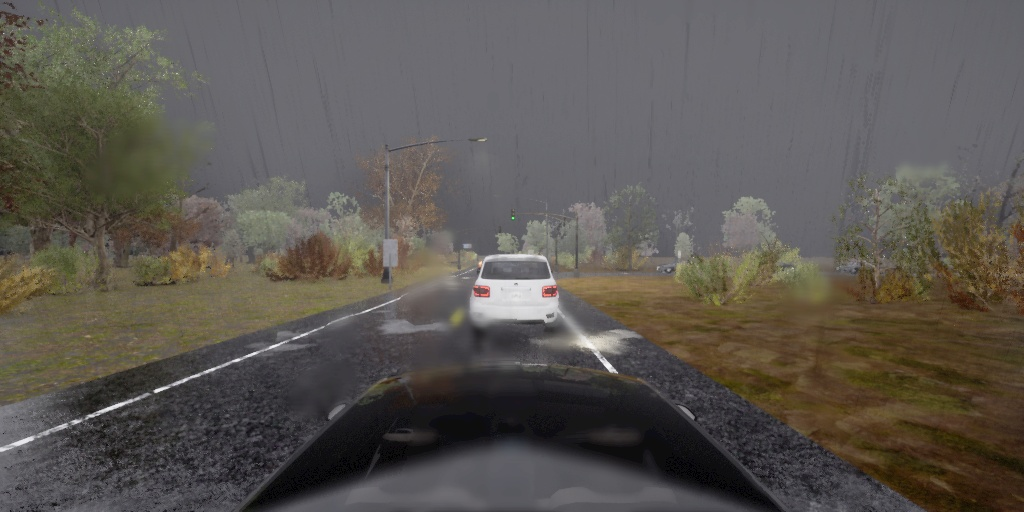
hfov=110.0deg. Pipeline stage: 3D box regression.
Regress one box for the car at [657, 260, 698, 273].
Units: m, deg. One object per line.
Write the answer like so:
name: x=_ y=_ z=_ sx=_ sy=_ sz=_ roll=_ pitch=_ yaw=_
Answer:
car: x=19.360 y=1.255 z=41.599 sx=4.902 sy=1.511 sz=2.128 roll=0 pitch=0 yaw=1

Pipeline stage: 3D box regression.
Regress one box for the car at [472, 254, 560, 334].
car: x=0.086 y=0.971 z=10.730 sx=2.150 sy=2.045 sz=5.566 roll=0 pitch=0 yaw=0

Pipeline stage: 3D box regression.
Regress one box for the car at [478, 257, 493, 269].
car: x=-4.218 y=1.104 z=57.548 sx=2.097 sy=1.767 sz=4.553 roll=0 pitch=0 yaw=-2

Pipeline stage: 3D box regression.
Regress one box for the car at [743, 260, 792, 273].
car: x=29.412 y=1.247 z=41.376 sx=5.008 sy=1.535 sz=1.882 roll=0 pitch=0 yaw=2

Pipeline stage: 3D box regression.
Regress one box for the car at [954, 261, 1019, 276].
car: x=49.065 y=1.279 z=37.105 sx=4.902 sy=1.511 sz=2.128 roll=0 pitch=0 yaw=5

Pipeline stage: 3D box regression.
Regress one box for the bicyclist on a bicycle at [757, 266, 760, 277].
bicyclist on a bicycle: x=24.010 y=1.223 z=35.220 sx=0.582 sy=1.620 sz=1.656 roll=0 pitch=0 yaw=1

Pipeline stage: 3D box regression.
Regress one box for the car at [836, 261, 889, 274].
car: x=39.857 y=1.269 z=40.885 sx=4.902 sy=1.511 sz=2.128 roll=0 pitch=0 yaw=3
